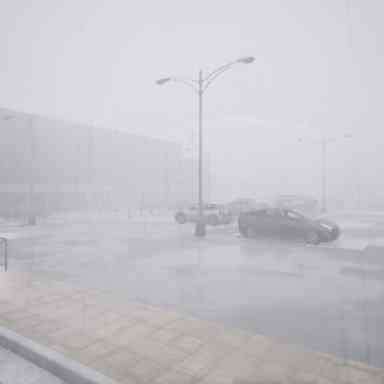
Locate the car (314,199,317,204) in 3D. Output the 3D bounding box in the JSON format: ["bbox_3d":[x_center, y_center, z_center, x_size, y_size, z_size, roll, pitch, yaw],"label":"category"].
[{"bbox_3d":[12.888,1.289,40.931,4.605,1.855,1.932,0,0,35],"label":"car"}]

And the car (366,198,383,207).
[{"bbox_3d":[28.063,1.576,49.318,3.806,1.475,1.970,0,0,35],"label":"car"}]

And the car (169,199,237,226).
[{"bbox_3d":[0.732,1.424,22.439,3.806,1.475,1.970,0,0,35],"label":"car"}]

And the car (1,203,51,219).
[{"bbox_3d":[-15.373,1.740,30.994,1.994,1.385,4.181,0,0,35],"label":"car"}]

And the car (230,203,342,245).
[{"bbox_3d":[4.378,1.490,15.381,4.514,1.523,2.007,0,0,35],"label":"car"}]

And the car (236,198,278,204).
[{"bbox_3d":[4.169,1.345,27.868,5.027,1.636,2.152,0,0,35],"label":"car"}]

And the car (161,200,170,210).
[{"bbox_3d":[-1.443,1.668,44.302,2.128,1.511,4.902,0,0,35],"label":"car"}]

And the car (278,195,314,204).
[{"bbox_3d":[11.549,1.269,38.320,3.866,1.878,1.905,0,0,35],"label":"car"}]

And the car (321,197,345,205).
[{"bbox_3d":[23.720,1.565,56.033,3.633,1.501,1.845,0,0,35],"label":"car"}]

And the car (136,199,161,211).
[{"bbox_3d":[-5.483,1.680,44.978,1.837,1.490,4.892,0,0,35],"label":"car"}]
